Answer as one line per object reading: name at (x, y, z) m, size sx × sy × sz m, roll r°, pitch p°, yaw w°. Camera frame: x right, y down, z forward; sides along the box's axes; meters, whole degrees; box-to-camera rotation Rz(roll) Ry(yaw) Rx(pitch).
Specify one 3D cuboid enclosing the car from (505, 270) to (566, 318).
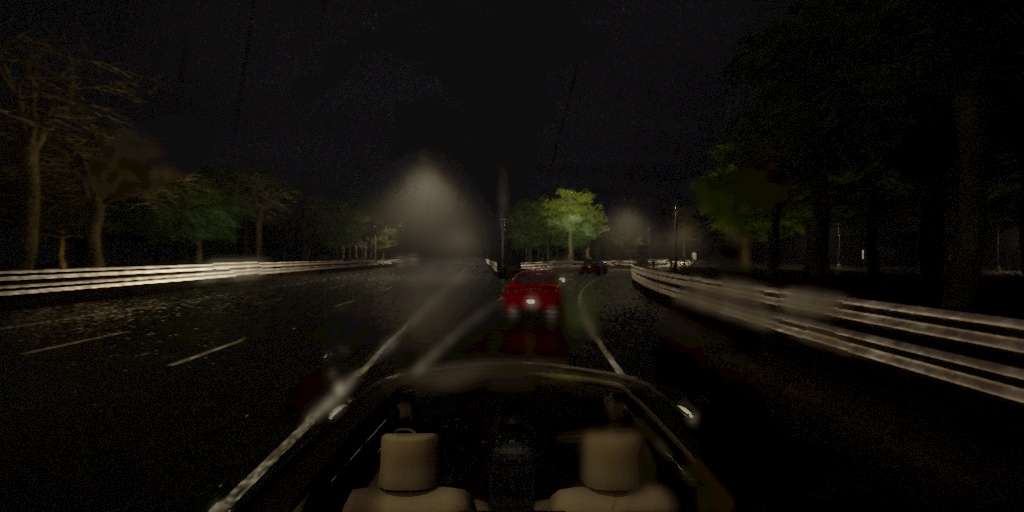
car at (0.954, 1.256, 13.190) m, size 1.882 × 1.535 × 5.008 m, roll 0°, pitch 0°, yaw 8°

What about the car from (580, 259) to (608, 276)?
car at (8.926, 1.160, 38.775) m, size 2.097 × 1.767 × 4.553 m, roll 0°, pitch 0°, yaw 26°
